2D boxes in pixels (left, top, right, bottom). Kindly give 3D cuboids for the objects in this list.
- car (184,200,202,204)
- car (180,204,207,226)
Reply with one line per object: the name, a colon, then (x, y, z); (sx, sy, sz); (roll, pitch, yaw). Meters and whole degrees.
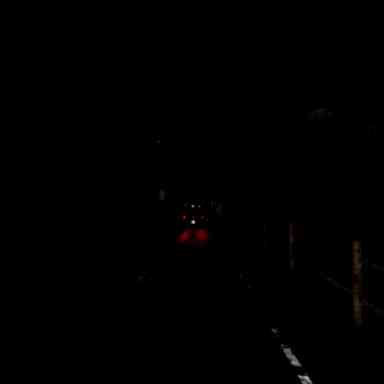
car: (0.089, 1.702, 40.645); (2.097, 1.767, 4.553); (0, -1, 0)
car: (0.093, 1.802, 25.100); (1.895, 1.301, 4.718); (0, -1, 0)
